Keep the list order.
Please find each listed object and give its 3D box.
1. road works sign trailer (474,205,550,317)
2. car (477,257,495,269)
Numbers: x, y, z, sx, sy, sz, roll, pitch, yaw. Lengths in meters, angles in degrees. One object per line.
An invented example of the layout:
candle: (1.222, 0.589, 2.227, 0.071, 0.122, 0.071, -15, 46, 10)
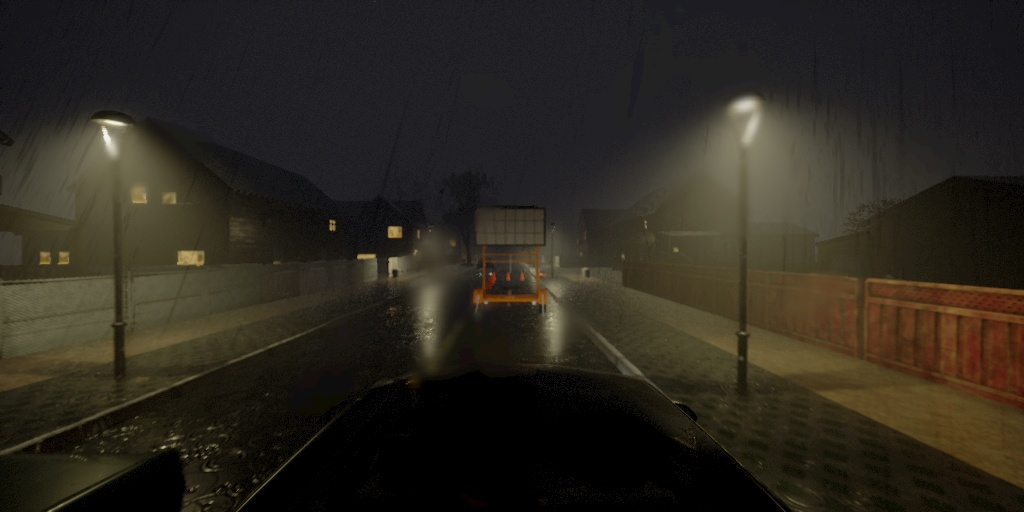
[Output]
road works sign trailer: (-0.049, 0.065, 12.422, 2.380, 3.560, 2.880, 0, 0, 0)
car: (-3.028, 0.851, 42.364, 1.994, 1.385, 4.181, 0, 0, 0)
